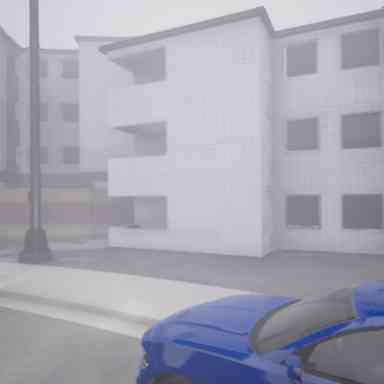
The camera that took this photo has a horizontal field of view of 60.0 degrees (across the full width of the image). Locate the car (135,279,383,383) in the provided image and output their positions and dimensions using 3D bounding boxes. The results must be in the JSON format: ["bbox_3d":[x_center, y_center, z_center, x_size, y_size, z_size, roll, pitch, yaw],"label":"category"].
[{"bbox_3d":[1.759,1.466,2.547,5.008,1.535,1.882,-1,0,35],"label":"car"}]
